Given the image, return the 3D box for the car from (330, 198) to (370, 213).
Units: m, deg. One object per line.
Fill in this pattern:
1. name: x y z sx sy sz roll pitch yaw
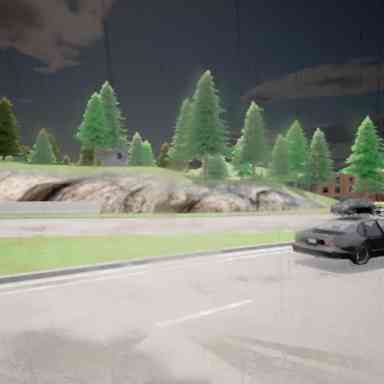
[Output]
1. car: 15.984 1.423 32.918 4.553 1.767 2.097 0 0 -23

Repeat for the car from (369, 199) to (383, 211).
1. car: 19.169 1.564 30.458 4.902 1.511 2.128 0 0 -23

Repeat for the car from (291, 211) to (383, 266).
1. car: 5.940 1.573 11.594 5.357 1.411 2.033 0 0 -29
